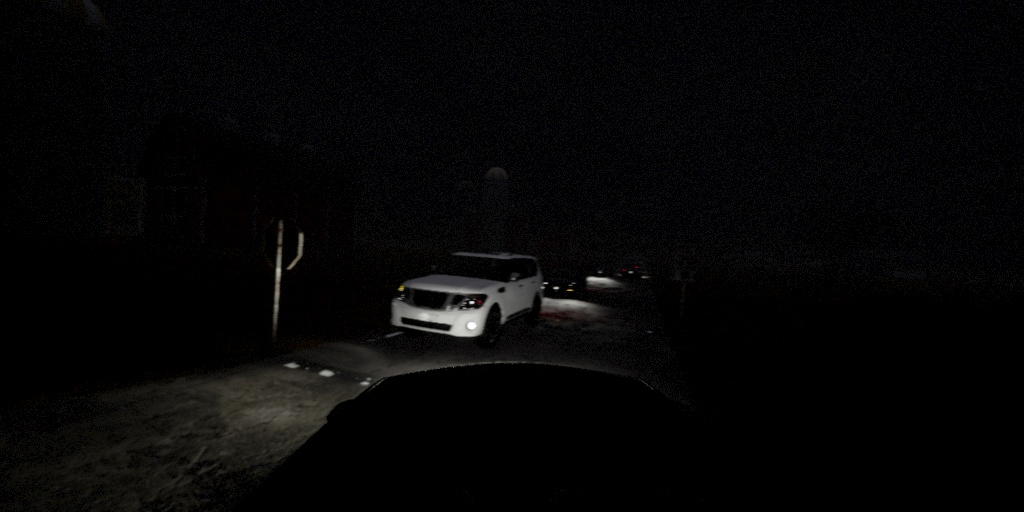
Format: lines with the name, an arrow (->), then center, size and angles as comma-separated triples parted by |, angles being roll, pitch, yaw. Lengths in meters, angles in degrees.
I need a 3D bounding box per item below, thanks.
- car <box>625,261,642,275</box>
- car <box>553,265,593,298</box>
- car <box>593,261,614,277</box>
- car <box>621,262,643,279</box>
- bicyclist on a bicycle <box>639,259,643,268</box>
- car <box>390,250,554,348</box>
car -> 16.318, 1.543, 47.981 | 1.837, 1.490, 4.892 | 4, 2, 20
car -> 3.028, 1.333, 19.910 | 1.837, 1.490, 4.892 | 4, 1, 20
car -> 9.638, 1.344, 37.879 | 2.128, 1.511, 4.902 | 4, 1, 20
car -> 12.591, 1.619, 37.679 | 1.994, 1.385, 4.181 | 4, 2, 21
bicyclist on a bicycle -> 21.003, 1.494, 58.632 | 0.866, 1.612, 1.509 | 4, 2, 20
car -> -0.729, 0.884, 9.546 | 2.150, 2.045, 5.566 | 4, 0, 20
